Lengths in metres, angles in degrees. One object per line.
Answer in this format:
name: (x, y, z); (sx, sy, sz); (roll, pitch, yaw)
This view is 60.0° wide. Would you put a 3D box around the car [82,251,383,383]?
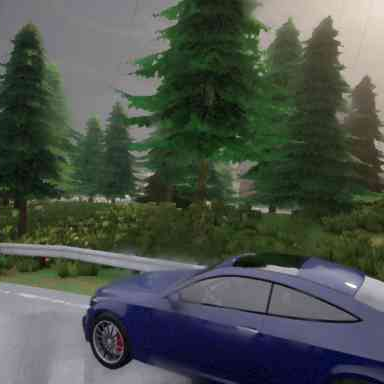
car: (0.743, 1.499, 4.106); (4.674, 1.442, 1.812); (1, 1, 31)
